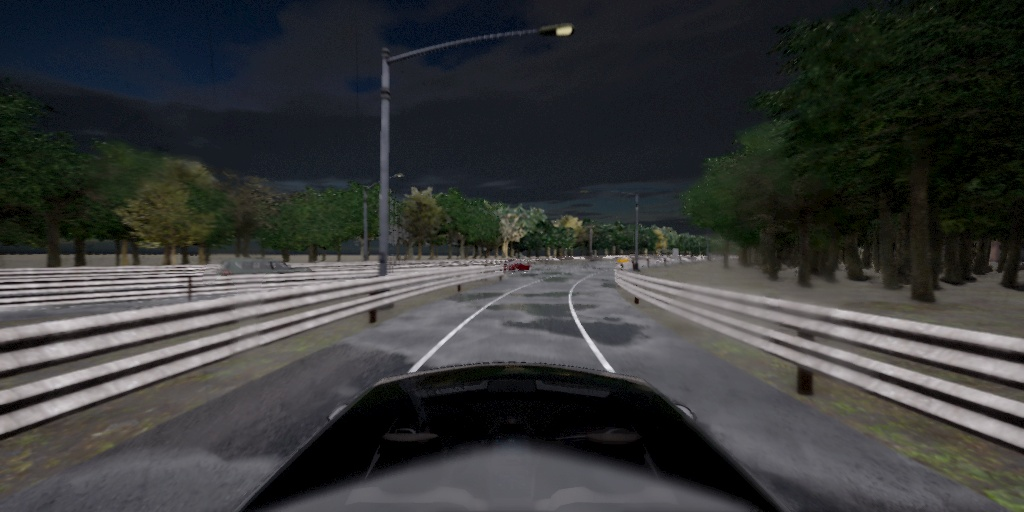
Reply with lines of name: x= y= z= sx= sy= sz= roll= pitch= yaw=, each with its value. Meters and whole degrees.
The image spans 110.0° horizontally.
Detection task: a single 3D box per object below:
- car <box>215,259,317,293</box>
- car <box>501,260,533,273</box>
car: x=-16.278 y=1.232 z=24.017 sx=2.150 sy=2.045 sz=5.566 roll=1 pitch=1 yaw=39
car: x=0.668 y=1.245 z=45.187 sx=1.882 sy=1.535 sz=5.008 roll=1 pitch=1 yaw=39
